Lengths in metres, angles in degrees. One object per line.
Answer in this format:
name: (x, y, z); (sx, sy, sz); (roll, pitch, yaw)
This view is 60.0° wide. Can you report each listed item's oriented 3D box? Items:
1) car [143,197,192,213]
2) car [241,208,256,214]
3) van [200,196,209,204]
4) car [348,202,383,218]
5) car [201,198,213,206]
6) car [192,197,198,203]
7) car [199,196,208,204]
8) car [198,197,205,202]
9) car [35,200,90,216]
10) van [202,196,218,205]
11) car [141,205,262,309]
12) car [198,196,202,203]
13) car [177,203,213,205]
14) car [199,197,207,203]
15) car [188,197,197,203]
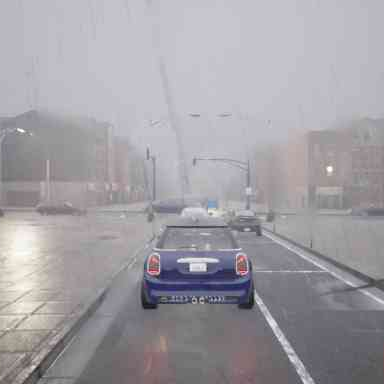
car: (-2.511, 1.374, 33.072); (4.553, 1.767, 2.097); (1, 1, 0)
car: (2.644, 1.572, 18.083); (2.008, 1.369, 4.403); (-1, 0, 0)
van: (2.689, 1.674, 71.494); (1.690, 1.788, 3.998); (-1, -1, 0)
car: (18.096, 1.781, 33.012); (4.902, 1.511, 2.128); (1, 1, 0)
car: (2.684, 1.793, 60.911); (2.008, 1.369, 4.403); (-1, -1, 0)
car: (0.081, 1.970, 75.923); (1.895, 1.301, 4.718); (0, -1, 0)
car: (2.696, 1.824, 76.783); (1.967, 1.590, 4.097); (-1, -1, 0)
car: (2.715, 2.138, 92.651); (1.802, 1.307, 4.206); (-2, -1, 0)
car: (-11.688, 1.458, 30.150); (4.674, 1.442, 1.812); (1, 1, 2)
van: (2.665, 1.474, 45.042); (1.690, 1.788, 3.998); (-1, 0, 0)
car: (0.106, 1.355, 8.011); (2.097, 1.767, 4.553); (0, 0, 0)
car: (2.674, 1.516, 55.624); (2.192, 1.841, 5.009); (-1, 0, 0)
car: (0.147, 1.546, 17.831); (1.812, 1.442, 4.674); (0, 0, 1)
car: (2.704, 1.982, 82.072); (1.887, 1.381, 4.507); (-1, -1, 0)
car: (0.089, 2.003, 85.890); (2.128, 1.511, 4.902); (0, -1, 0)
